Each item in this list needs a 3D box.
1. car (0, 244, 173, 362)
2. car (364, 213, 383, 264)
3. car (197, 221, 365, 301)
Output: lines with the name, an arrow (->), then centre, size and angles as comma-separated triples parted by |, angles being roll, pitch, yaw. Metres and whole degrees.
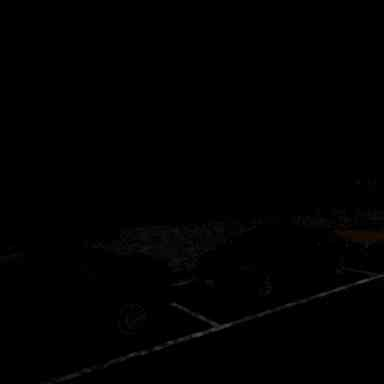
car -> -2.430, 1.538, 4.917 | 4.507, 1.381, 1.887 | -1, 0, -36
car -> 6.575, 1.434, 11.411 | 4.829, 1.417, 1.752 | -1, 0, -36
car -> 2.142, 1.516, 8.214 | 4.313, 1.339, 1.947 | -1, 0, -36
